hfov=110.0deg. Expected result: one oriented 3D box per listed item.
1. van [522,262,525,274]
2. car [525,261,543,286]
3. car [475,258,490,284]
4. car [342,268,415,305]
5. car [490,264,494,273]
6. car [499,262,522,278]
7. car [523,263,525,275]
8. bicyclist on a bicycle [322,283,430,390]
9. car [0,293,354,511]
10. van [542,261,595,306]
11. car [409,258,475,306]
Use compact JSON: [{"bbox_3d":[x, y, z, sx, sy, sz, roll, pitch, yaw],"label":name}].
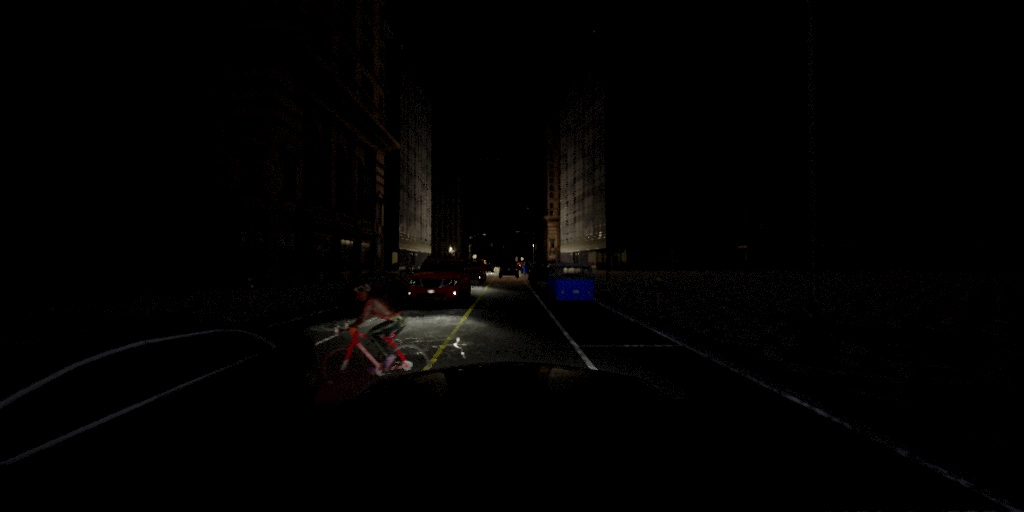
[{"bbox_3d":[2.215,1.464,43.449,1.690,1.789,3.998,0,0,-1],"label":"van"},{"bbox_3d":[2.400,1.278,27.071,2.192,1.841,5.009,0,0,-1],"label":"car"},{"bbox_3d":[-3.342,1.212,29.791,2.150,2.045,5.566,0,-1,0],"label":"car"},{"bbox_3d":[-6.002,1.413,16.065,1.888,1.381,4.507,0,0,-1],"label":"car"},{"bbox_3d":[-3.639,1.779,51.773,1.994,1.385,4.181,0,-1,-1],"label":"car"},{"bbox_3d":[-0.317,1.431,39.005,2.097,1.767,4.553,0,-1,0],"label":"car"},{"bbox_3d":[2.339,1.565,32.530,2.007,1.370,4.403,0,0,-1],"label":"car"},{"bbox_3d":[-2.088,1.234,5.455,1.656,1.620,0.582,-2,0,-1],"label":"bicyclist on a bicycle"},{"bbox_3d":[-3.089,1.246,2.129,2.128,1.511,4.902,0,0,-1],"label":"car"},{"bbox_3d":[2.523,1.207,16.152,1.690,1.789,3.998,0,0,-1],"label":"van"},{"bbox_3d":[-3.247,1.100,17.004,2.150,2.045,5.566,0,-1,-1],"label":"car"}]
